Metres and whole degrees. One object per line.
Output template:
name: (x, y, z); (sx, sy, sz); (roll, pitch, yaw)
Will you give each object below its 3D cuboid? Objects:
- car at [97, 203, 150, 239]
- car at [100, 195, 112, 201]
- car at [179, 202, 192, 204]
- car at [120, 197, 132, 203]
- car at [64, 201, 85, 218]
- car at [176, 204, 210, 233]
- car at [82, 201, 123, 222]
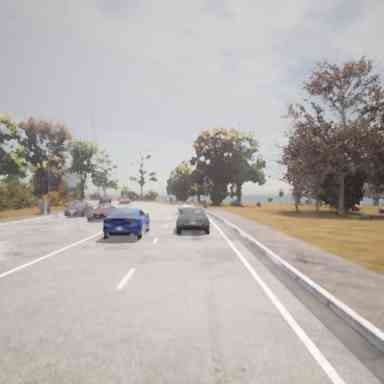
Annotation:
car: (-3.433, 1.584, 18.087); (1.882, 1.535, 5.008); (0, 0, -1)
car: (-18.755, 1.627, 72.377); (2.150, 2.045, 5.566); (0, 0, -19)
car: (-0.743, 1.829, 38.693); (1.895, 1.301, 4.718); (0, 0, -5)
car: (-13.746, 1.746, 68.786); (2.097, 1.767, 4.553); (0, 0, -17)
car: (-11.086, 1.682, 32.799); (2.128, 1.511, 4.902); (0, 0, -3)
car: (0.035, 1.685, 20.535); (1.994, 1.385, 4.181); (0, 0, -1)
car: (-7.360, 1.726, 27.768); (1.994, 1.385, 4.181); (0, 0, -2)
